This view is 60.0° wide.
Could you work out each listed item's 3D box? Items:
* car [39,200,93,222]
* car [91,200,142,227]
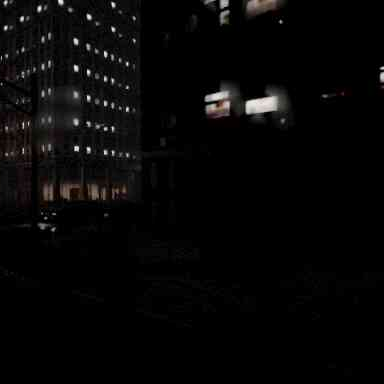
[{"bbox_3d":[-8.028,1.279,23.892,2.033,1.411,5.357,0,1,35],"label":"car"},{"bbox_3d":[-3.573,1.280,20.142,1.947,1.339,4.313,1,1,35],"label":"car"}]
